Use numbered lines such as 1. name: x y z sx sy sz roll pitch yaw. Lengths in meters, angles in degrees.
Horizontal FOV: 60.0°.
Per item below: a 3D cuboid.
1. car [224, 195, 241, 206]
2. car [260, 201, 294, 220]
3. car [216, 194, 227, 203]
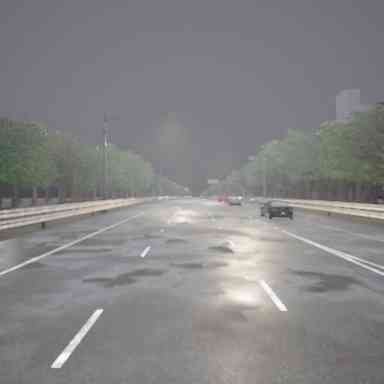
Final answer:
1. car: 7.071 1.641 56.283 1.994 1.385 4.181 0 0 0
2. car: 7.011 1.486 27.981 1.882 1.535 5.008 0 0 0
3. car: 7.182 1.492 78.229 2.150 2.045 5.566 0 -1 0
